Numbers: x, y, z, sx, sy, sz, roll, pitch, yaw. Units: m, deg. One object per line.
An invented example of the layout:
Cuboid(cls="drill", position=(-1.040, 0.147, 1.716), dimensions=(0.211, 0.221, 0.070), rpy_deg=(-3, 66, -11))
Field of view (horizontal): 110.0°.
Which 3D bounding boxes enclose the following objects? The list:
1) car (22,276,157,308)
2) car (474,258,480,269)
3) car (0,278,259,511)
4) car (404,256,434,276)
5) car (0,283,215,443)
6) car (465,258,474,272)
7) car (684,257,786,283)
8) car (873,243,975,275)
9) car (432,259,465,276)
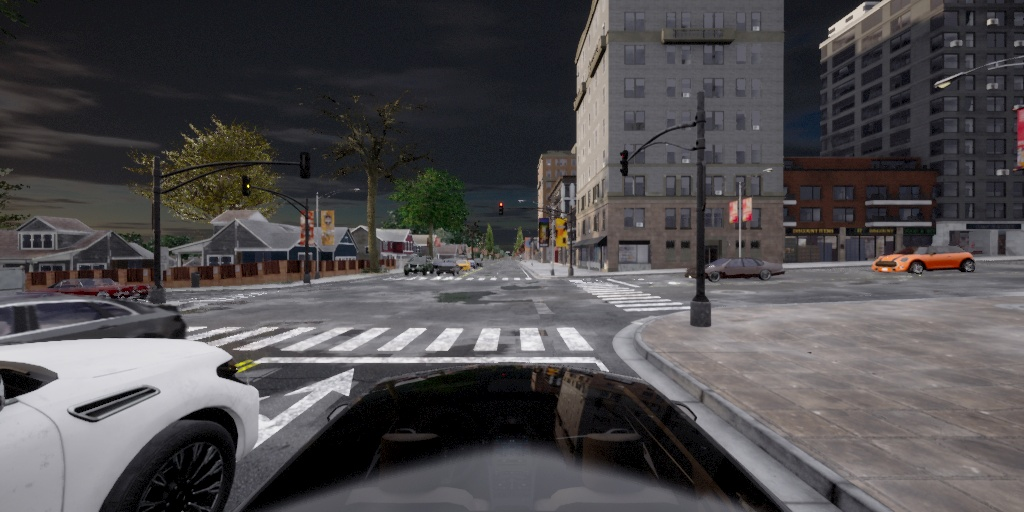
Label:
Cuboid(cls="car", position=(-21.638, 1.804, 18.524), dimensions=(4.718, 1.301, 1.895), rpy_deg=(-2, 0, 0))
Cuboid(cls="car", position=(-6.640, 1.324, 57.017), dimensions=(1.812, 1.442, 4.674), rpy_deg=(0, 0, 0))
Cuboid(cls="car", position=(-3.146, 0.972, 0.545), dimensions=(2.150, 2.045, 5.566), rpy_deg=(0, 0, 0))
Cuboid(cls="car", position=(-9.875, 0.985, 38.581), dimensions=(2.150, 2.045, 5.566), rpy_deg=(0, 0, 0))
Cuboid(cls="car", position=(-6.509, 1.240, 4.069), dimensions=(2.128, 1.511, 4.902), rpy_deg=(0, 0, 1))
Cuboid(cls="car", position=(-6.637, 1.254, 47.680), dimensions=(1.882, 1.535, 5.008), rpy_deg=(0, 0, 0))
Cuboid(cls="car", position=(13.507, 0.789, 21.879), dimensions=(5.357, 1.411, 2.033), rpy_deg=(-2, 0, 0))
Cuboid(cls="car", position=(24.998, 0.156, 21.915), dimensions=(4.553, 1.767, 2.097), rpy_deg=(-2, 0, 0))
Cuboid(cls="car", position=(-6.629, 1.310, 37.888), dimensions=(2.033, 1.411, 5.357), rpy_deg=(0, 0, 0))
